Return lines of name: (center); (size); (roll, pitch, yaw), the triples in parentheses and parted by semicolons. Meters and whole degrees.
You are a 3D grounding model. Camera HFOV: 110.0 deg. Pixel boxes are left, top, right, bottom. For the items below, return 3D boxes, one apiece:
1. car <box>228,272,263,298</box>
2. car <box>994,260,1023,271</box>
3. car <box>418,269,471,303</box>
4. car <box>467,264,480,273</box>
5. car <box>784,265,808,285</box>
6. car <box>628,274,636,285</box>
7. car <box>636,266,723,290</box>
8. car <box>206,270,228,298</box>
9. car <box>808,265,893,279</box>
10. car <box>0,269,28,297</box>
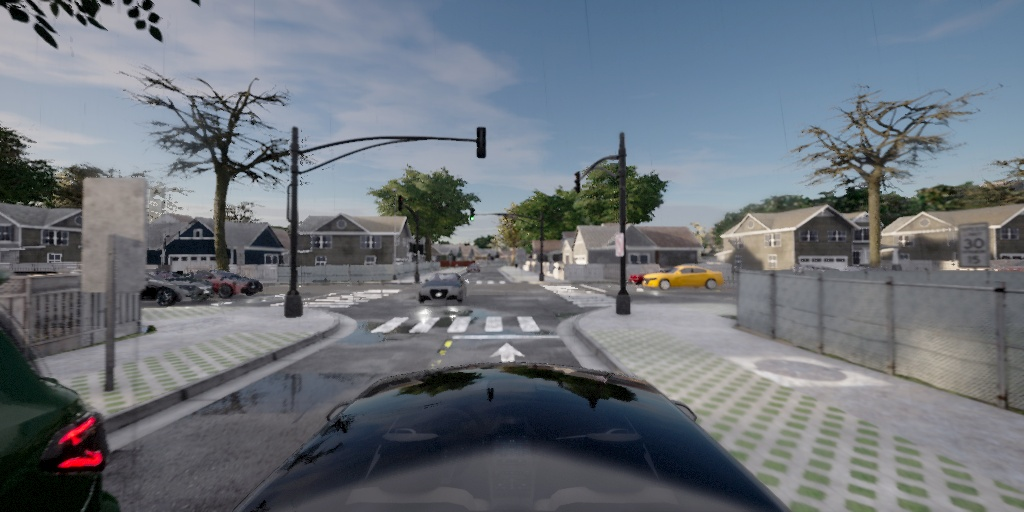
car: (-15.699, 1.452, 18.920); (4.181, 1.385, 1.994); (0, -1, -2)
car: (40.756, 1.069, 28.054); (4.553, 1.767, 2.097); (-1, -1, -2)
car: (-3.295, 1.513, 17.672); (1.994, 1.385, 4.181); (0, -1, -3)
car: (-5.868, 1.919, 55.083); (1.994, 1.385, 4.181); (0, 0, -4)
car: (22.200, 1.415, 27.288); (4.902, 1.511, 2.128); (0, -1, -3)
car: (11.186, 1.585, 26.804); (4.718, 1.301, 1.895); (0, -1, -3)
car: (11.154, 1.403, 23.555); (5.008, 1.535, 1.882); (0, -1, -4)
car: (-15.864, 1.319, 15.659); (4.902, 1.511, 2.128); (0, -1, -3)
car: (23.533, 1.401, 24.093); (5.357, 1.411, 2.033); (-1, -1, -3)
car: (-28.960, 1.405, 18.340); (5.357, 1.411, 2.033); (0, -1, -2)
